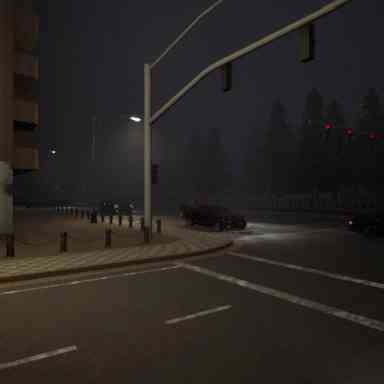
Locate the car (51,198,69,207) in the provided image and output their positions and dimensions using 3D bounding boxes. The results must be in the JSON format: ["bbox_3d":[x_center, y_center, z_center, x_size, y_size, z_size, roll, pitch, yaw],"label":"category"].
[{"bbox_3d":[-20.447,1.616,51.514,1.994,1.385,4.181,0,0,-35],"label":"car"}]

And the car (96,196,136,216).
[{"bbox_3d":[-7.660,1.403,33.598,2.097,1.767,4.553,0,0,-36],"label":"car"}]

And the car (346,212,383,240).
[{"bbox_3d":[9.955,1.564,15.133,2.033,1.411,5.357,0,0,-36],"label":"car"}]

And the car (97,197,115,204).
[{"bbox_3d":[-16.723,1.649,64.459,1.895,1.301,4.718,0,0,-36],"label":"car"}]

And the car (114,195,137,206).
[{"bbox_3d":[-11.461,1.400,57.182,2.097,1.767,4.553,0,0,-36],"label":"car"}]

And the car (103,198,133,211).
[{"bbox_3d":[-9.410,1.555,42.028,1.837,1.490,4.892,0,0,-36],"label":"car"}]

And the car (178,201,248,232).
[{"bbox_3d":[1.365,1.529,20.865,1.882,1.535,5.008,0,0,-33],"label":"car"}]

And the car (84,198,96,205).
[{"bbox_3d":[-18.049,1.650,60.339,1.895,1.301,4.718,0,0,-36],"label":"car"}]
